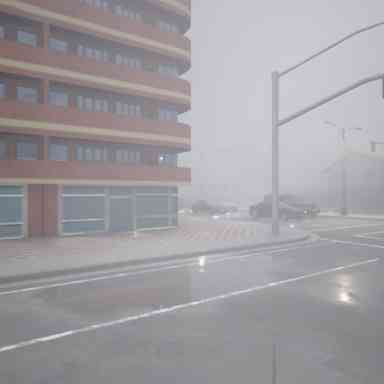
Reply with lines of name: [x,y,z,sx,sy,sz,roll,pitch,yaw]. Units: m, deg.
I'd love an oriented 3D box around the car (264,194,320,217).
car: [8.795,1.221,30.302,2.150,2.045,5.566,0,0,-34]

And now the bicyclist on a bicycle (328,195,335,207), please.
bicyclist on a bicycle: [19.295,1.301,45.856,1.656,1.620,0.582,0,0,-35]

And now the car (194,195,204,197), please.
car: [0.728,1.352,62.452,2.097,1.767,4.553,0,0,-35]

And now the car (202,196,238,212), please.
car: [3.256,1.526,38.348,1.812,1.442,4.674,0,0,-35]

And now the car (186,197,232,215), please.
car: [1.685,1.526,34.449,1.812,1.442,4.674,0,0,-35]

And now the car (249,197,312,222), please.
car: [6.808,1.478,26.973,1.882,1.535,5.008,0,0,-34]

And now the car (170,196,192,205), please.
car: [-2.124,1.526,60.506,1.812,1.442,4.674,0,0,-34]

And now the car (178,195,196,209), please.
car: [-1.989,1.505,45.952,1.837,1.490,4.892,0,0,-34]
